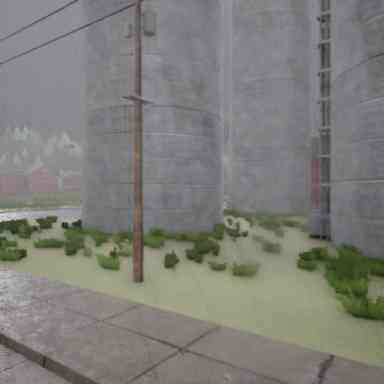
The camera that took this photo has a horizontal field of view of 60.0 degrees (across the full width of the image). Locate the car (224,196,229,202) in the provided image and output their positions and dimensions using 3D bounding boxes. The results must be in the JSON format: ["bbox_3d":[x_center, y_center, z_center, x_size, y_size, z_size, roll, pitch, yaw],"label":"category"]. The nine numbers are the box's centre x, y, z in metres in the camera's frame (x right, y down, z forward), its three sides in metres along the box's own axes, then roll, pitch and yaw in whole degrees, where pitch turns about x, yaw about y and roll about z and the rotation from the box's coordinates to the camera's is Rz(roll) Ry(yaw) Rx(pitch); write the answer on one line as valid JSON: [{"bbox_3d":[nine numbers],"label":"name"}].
[{"bbox_3d":[9.284,1.516,74.696,4.193,1.474,1.816,0,0,35],"label":"car"}]
